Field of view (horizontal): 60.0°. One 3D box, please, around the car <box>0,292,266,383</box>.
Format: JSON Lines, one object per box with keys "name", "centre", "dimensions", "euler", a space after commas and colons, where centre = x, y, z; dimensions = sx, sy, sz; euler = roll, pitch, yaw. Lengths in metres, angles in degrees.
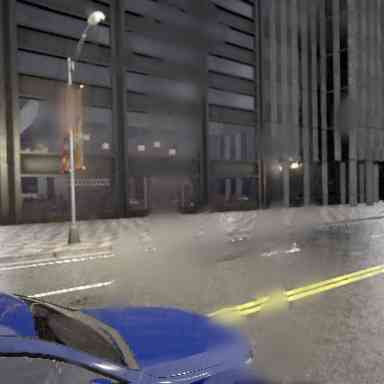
{"name": "car", "centre": [-1.511, 1.526, 2.366], "dimensions": [4.674, 1.442, 1.812], "euler": [-1, 0, -35]}
